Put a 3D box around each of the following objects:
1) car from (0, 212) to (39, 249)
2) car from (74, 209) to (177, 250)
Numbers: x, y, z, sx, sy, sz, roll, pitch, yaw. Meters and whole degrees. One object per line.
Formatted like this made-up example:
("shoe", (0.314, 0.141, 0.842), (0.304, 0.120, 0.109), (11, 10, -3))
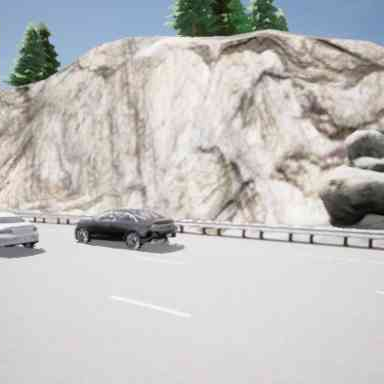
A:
("car", (-7.999, 1.529, 13.177), (4.674, 1.442, 1.812), (0, 0, 31))
("car", (-2.931, 1.482, 14.154), (4.902, 1.511, 2.128), (0, 0, 32))
